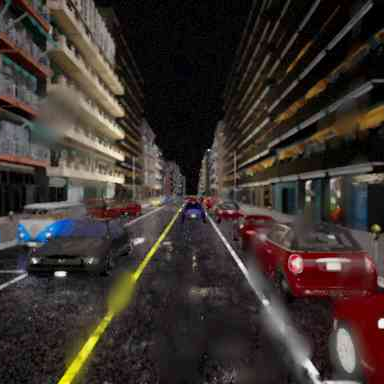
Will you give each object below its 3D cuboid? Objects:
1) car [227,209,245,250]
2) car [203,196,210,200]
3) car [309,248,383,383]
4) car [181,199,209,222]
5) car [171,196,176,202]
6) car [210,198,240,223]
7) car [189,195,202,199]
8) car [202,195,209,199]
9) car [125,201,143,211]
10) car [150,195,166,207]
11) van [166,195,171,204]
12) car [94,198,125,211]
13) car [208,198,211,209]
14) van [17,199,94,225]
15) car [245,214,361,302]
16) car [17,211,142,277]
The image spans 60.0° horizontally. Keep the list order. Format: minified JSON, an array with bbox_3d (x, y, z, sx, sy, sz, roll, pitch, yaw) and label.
[{"bbox_3d":[2.693,1.579,13.924,1.802,1.307,4.206,0,0,0],"label":"car"},{"bbox_3d":[2.700,1.581,42.231,1.887,1.381,4.507,0,0,0],"label":"car"},{"bbox_3d":[2.691,1.543,2.601,1.887,1.381,4.507,0,0,0],"label":"car"},{"bbox_3d":[0.107,1.535,26.025,1.812,1.442,4.674,0,0,0],"label":"car"},{"bbox_3d":[-5.672,1.587,81.889,1.967,1.590,4.097,0,0,0],"label":"car"},{"bbox_3d":[2.696,1.449,25.244,1.967,1.590,4.097,0,0,0],"label":"car"},{"bbox_3d":[0.113,1.567,45.888,1.812,1.442,4.674,0,0,0],"label":"car"},{"bbox_3d":[2.701,1.590,47.897,1.887,1.381,4.507,0,0,0],"label":"car"},{"bbox_3d":[-5.683,1.563,30.931,1.887,1.381,4.507,0,0,0],"label":"car"},{"bbox_3d":[-5.678,1.582,53.410,1.752,1.417,4.829,0,0,0],"label":"car"},{"bbox_3d":[-5.676,1.429,64.904,1.690,1.788,3.998,0,0,0],"label":"van"},{"bbox_3d":[-5.686,1.317,19.608,2.192,1.841,5.009,0,0,0],"label":"car"},{"bbox_3d":[2.697,1.544,31.076,1.752,1.417,4.829,0,0,0],"label":"car"},{"bbox_3d":[-5.687,1.338,13.948,1.690,1.788,3.998,0,0,0],"label":"van"},{"bbox_3d":[2.692,1.437,8.261,1.967,1.590,4.097,0,0,0],"label":"car"},{"bbox_3d":[-3.093,1.544,10.491,2.033,1.411,5.357,0,0,0],"label":"car"}]
